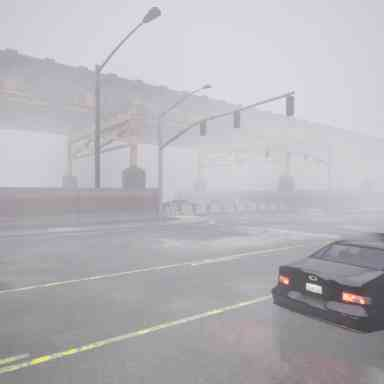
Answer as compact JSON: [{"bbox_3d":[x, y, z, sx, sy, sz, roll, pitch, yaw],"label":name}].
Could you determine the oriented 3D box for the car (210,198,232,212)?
[{"bbox_3d":[2.869,1.453,38.696,2.038,1.542,4.974,0,0,17],"label":"car"}]

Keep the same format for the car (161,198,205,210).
[{"bbox_3d":[-0.900,1.295,35.980,4.536,1.218,1.853,0,0,7],"label":"car"}]

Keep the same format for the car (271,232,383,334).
[{"bbox_3d":[3.937,1.547,6.660,5.357,1.411,2.033,0,0,-36],"label":"car"}]

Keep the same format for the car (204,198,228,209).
[{"bbox_3d":[2.885,1.295,38.746,1.853,1.218,4.536,0,0,17],"label":"car"}]

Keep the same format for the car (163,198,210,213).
[{"bbox_3d":[-0.848,1.453,35.974,4.974,1.542,2.038,0,0,7],"label":"car"}]

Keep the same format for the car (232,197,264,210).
[{"bbox_3d":[6.690,1.295,42.488,4.536,1.218,1.853,0,0,-8],"label":"car"}]

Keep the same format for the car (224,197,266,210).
[{"bbox_3d":[6.742,1.453,42.495,4.974,1.542,2.038,0,0,-8],"label":"car"}]
